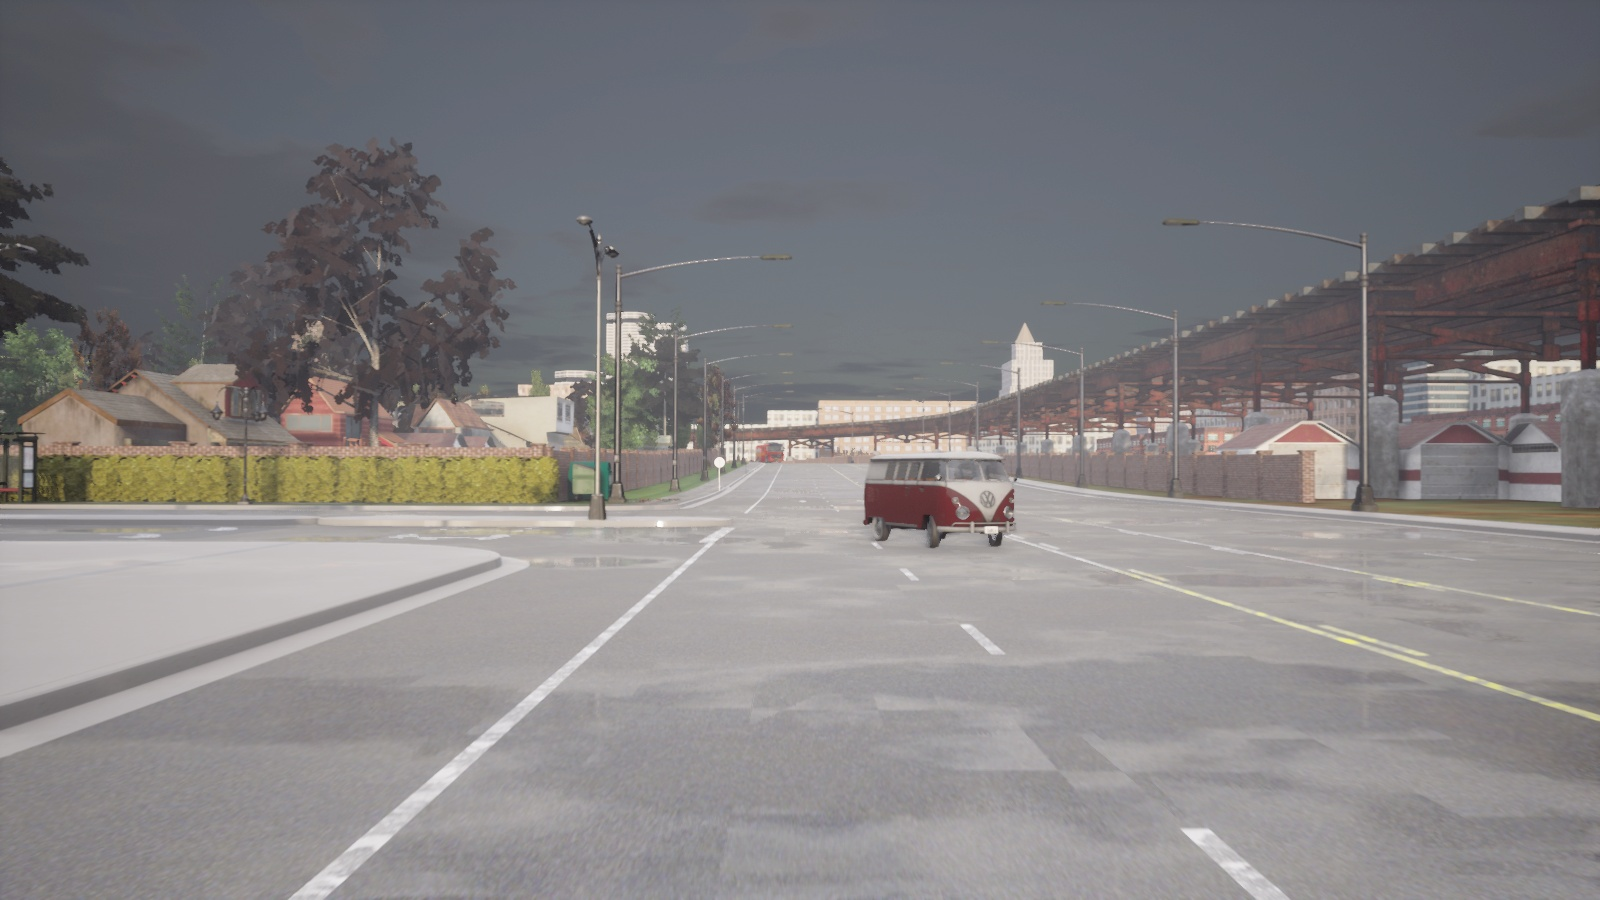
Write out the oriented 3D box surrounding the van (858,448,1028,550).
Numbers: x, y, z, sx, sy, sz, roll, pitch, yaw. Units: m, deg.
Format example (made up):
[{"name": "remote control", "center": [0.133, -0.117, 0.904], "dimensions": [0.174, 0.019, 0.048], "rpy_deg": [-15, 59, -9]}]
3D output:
[{"name": "van", "center": [2.955, 1.007, 26.964], "dimensions": [1.775, 1.987, 4.442], "rpy_deg": [0, -1, -21]}]
